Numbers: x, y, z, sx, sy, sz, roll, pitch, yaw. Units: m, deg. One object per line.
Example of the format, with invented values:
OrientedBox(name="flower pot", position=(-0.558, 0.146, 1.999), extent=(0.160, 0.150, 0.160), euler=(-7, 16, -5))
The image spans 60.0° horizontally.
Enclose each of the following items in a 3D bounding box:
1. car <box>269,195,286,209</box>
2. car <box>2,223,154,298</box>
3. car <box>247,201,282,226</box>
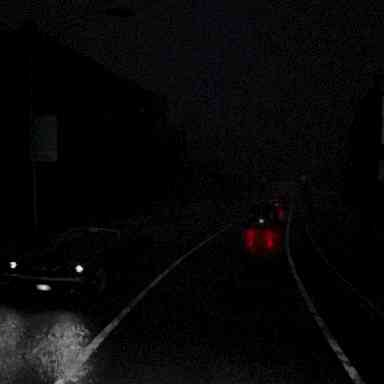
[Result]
OrientedBox(name="car", position=(10.336, 1.163, 40.425), extent=(2.128, 1.511, 4.902), euler=(1, 1, 17))
OrientedBox(name="car", position=(-2.520, 1.547, 8.668), extent=(1.895, 1.301, 4.718), euler=(1, 0, 10))
OrientedBox(name="car", position=(5.023, 1.524, 23.100), extent=(1.895, 1.301, 4.718), euler=(1, 1, 17))
